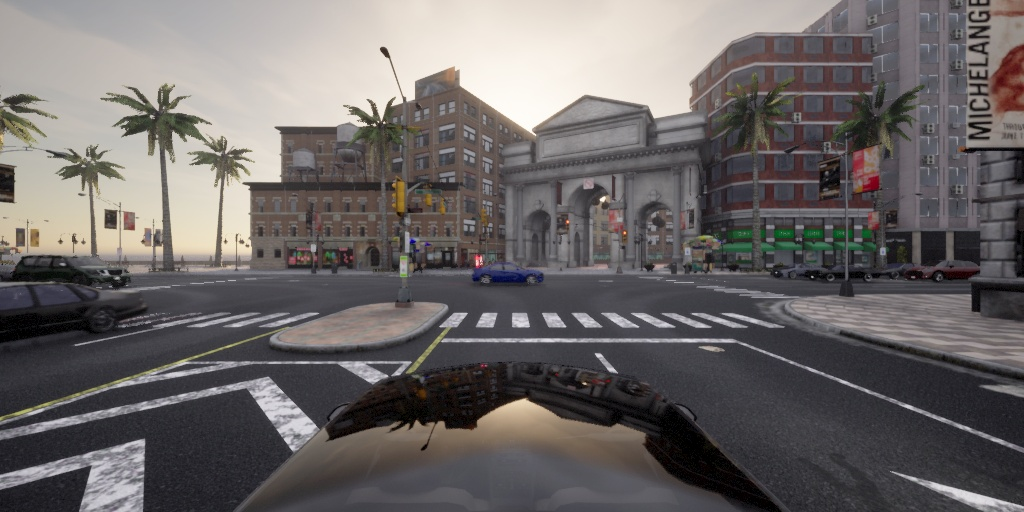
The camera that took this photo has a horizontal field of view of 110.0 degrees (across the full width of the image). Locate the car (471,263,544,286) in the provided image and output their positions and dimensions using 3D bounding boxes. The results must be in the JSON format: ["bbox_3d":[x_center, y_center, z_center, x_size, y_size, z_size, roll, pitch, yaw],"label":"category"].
[{"bbox_3d":[-0.306,1.227,25.027,5.008,1.535,1.882,0,0,0],"label":"car"}]

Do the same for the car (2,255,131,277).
[{"bbox_3d":[-26.450,0.972,21.637,5.566,2.045,2.150,0,0,2],"label":"car"}]

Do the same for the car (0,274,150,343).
[{"bbox_3d":[-11.398,1.297,7.890,2.033,1.411,5.357,0,0,0],"label":"car"}]

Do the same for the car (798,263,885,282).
[{"bbox_3d":[26.107,1.351,28.517,4.718,1.301,1.895,0,0,1],"label":"car"}]

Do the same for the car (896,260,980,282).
[{"bbox_3d":[34.063,1.102,28.363,4.553,1.767,2.097,0,0,2],"label":"car"}]

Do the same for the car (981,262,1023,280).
[{"bbox_3d":[44.748,1.255,31.189,4.892,1.490,1.837,0,0,8],"label":"car"}]

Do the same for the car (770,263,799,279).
[{"bbox_3d":[25.592,1.314,32.005,4.181,1.385,1.994,0,0,1],"label":"car"}]

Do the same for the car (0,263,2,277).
[{"bbox_3d":[-36.355,1.255,25.299,4.892,1.490,1.837,0,0,0],"label":"car"}]

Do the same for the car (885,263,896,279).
[{"bbox_3d":[34.847,1.297,31.902,5.357,1.411,2.033,0,0,1],"label":"car"}]
